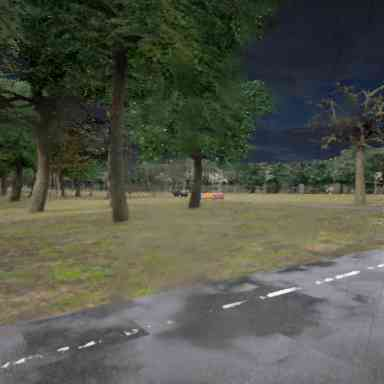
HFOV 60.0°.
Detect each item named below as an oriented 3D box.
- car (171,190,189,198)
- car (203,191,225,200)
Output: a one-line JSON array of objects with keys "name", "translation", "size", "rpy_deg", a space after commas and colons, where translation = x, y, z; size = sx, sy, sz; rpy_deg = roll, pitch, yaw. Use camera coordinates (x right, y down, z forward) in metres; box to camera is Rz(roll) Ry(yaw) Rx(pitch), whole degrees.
[{"name": "car", "translation": [-2.580, 0.434, 71.215], "size": [1.837, 1.490, 4.892], "rpy_deg": [2, -1, -36]}, {"name": "car", "translation": [3.987, 0.510, 62.101], "size": [2.097, 1.767, 4.553], "rpy_deg": [2, -1, -35]}]
